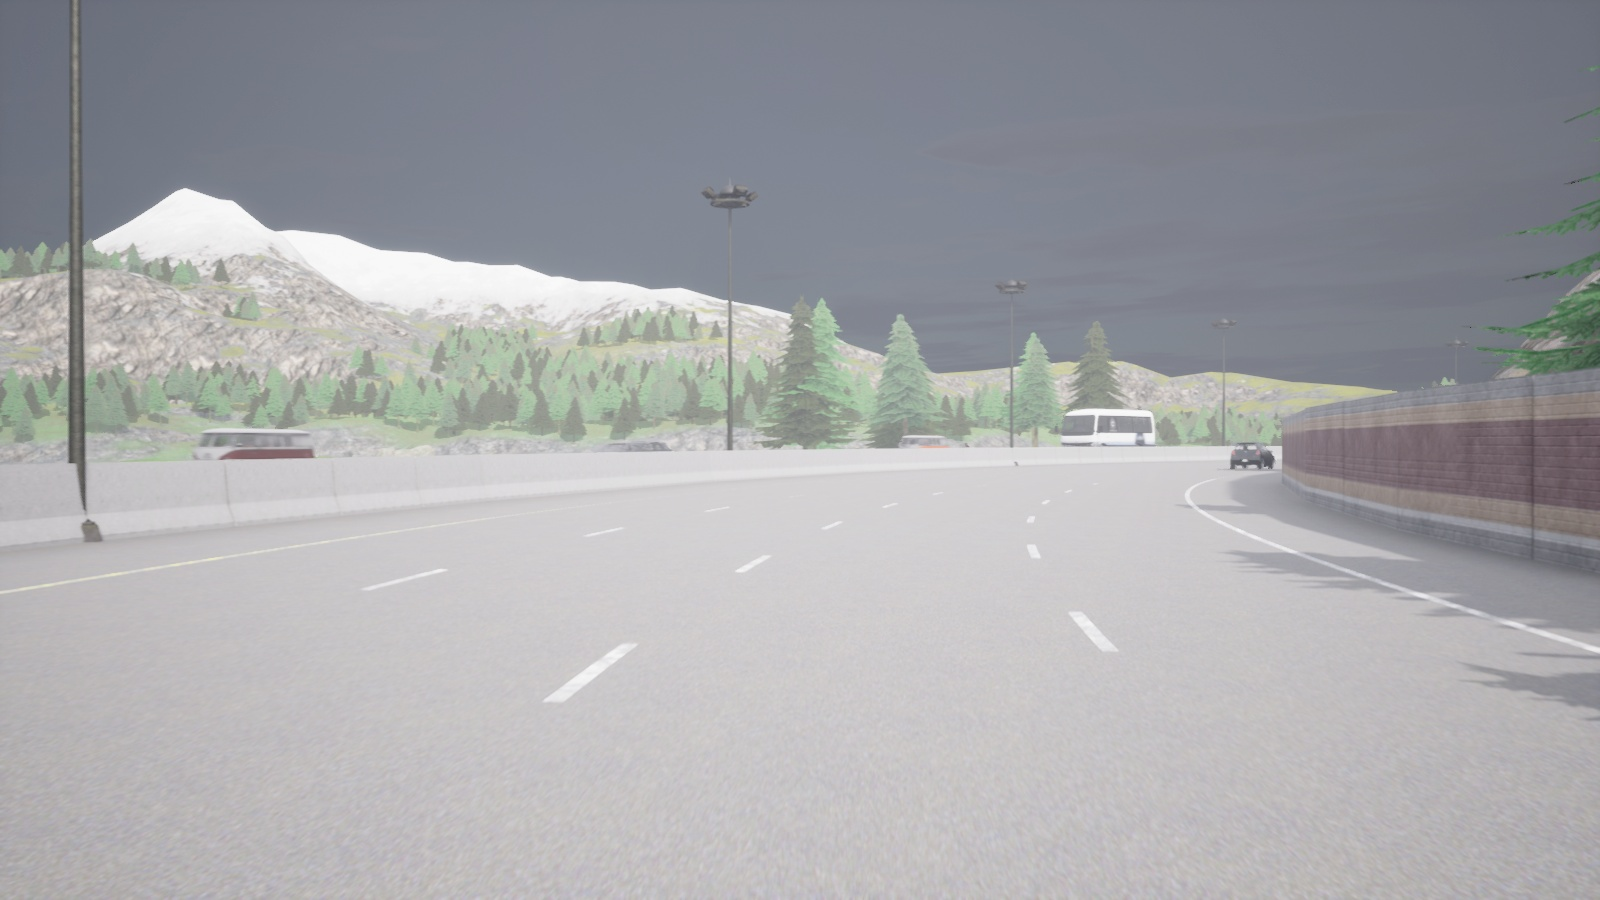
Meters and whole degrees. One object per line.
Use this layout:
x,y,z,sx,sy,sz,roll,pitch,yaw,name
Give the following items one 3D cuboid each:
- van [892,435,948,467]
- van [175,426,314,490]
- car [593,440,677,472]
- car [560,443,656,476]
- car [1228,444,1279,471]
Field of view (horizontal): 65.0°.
7.821,0.049,81.541,1.775,1.987,4.442,0,0,34,van
-18.274,0.243,41.553,1.775,1.987,4.442,0,0,16,van
-8.698,0.289,66.639,2.033,1.649,4.856,0,0,26,car
-8.783,0.409,57.950,2.163,1.488,4.792,0,0,23,car
25.227,0.396,69.828,1.845,1.501,3.633,0,0,34,car
